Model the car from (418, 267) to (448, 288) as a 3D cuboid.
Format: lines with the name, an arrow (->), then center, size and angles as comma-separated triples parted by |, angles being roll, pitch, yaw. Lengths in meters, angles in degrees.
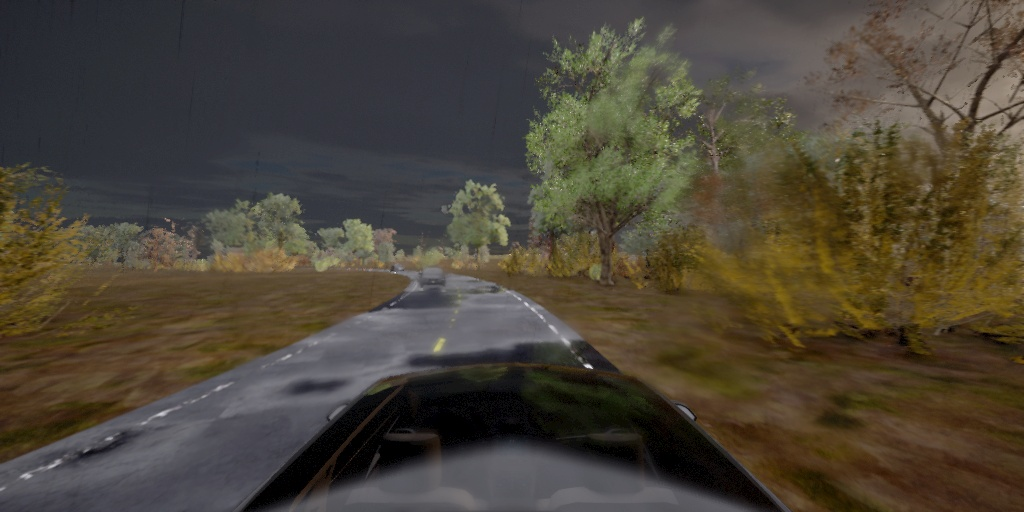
car -> -6.038, 1.590, 27.511 | 1.837, 1.490, 4.892 | 0, -1, -12
